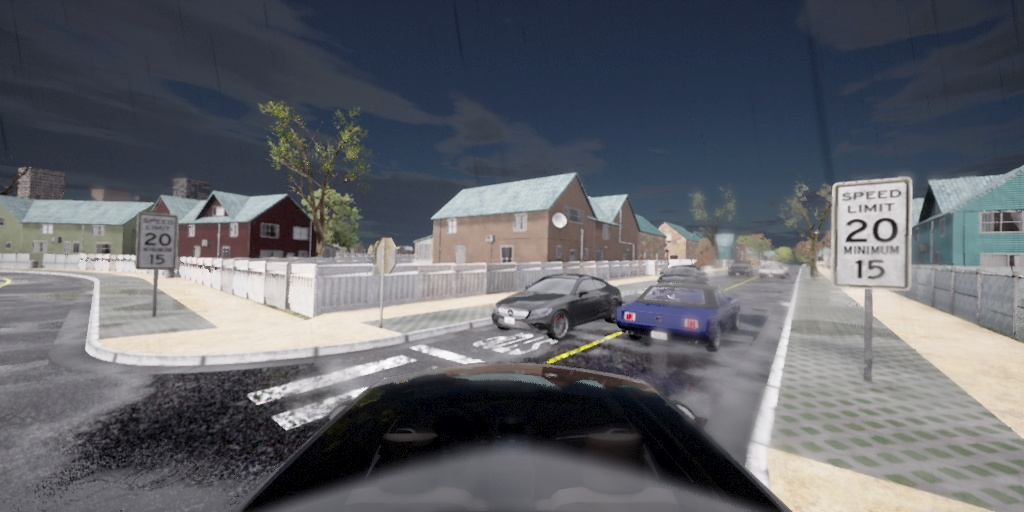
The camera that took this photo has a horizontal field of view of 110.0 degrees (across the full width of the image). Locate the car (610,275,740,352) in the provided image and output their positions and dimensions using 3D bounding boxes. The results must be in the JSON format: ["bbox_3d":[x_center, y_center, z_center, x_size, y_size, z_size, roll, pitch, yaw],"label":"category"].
[{"bbox_3d":[4.407,1.343,9.013,1.895,1.301,4.718,1,0,39],"label":"car"}]

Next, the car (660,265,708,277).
[{"bbox_3d":[9.513,1.265,19.813,1.837,1.490,4.892,1,0,39],"label":"car"}]

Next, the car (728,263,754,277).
[{"bbox_3d":[24.007,1.435,37.513,2.033,1.411,5.357,1,0,39],"label":"car"}]

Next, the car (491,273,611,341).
[{"bbox_3d":[1.473,1.230,10.002,1.812,1.442,4.674,1,0,41],"label":"car"}]

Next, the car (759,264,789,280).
[{"bbox_3d":[24.766,1.506,33.983,1.895,1.301,4.718,1,0,39],"label":"car"}]
